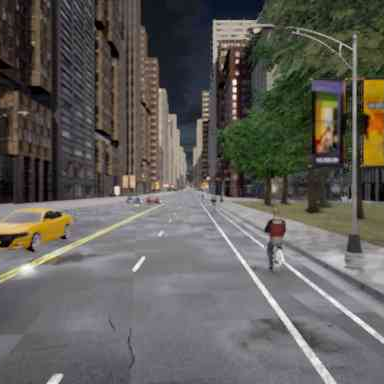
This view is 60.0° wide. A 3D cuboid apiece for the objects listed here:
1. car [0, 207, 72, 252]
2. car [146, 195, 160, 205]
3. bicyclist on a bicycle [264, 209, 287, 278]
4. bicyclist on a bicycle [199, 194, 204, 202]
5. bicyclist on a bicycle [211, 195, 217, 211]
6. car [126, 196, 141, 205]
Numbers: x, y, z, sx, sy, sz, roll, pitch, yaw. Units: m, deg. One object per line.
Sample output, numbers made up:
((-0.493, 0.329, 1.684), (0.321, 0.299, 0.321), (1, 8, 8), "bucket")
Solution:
((-6.603, 1.423, 13.783), (1.882, 1.535, 5.008), (0, 0, 0), "car")
((-6.565, 1.287, 55.884), (1.882, 1.535, 5.008), (0, 0, 1), "car")
((2.248, 1.335, 9.124), (0.659, 1.776, 1.843), (0, 0, 0), "bicyclist on a bicycle")
((2.230, 1.240, 69.938), (0.582, 1.620, 1.656), (0, 0, 0), "bicyclist on a bicycle")
((2.242, 1.236, 34.472), (0.659, 1.776, 1.843), (0, 0, 0), "bicyclist on a bicycle")
((-9.814, 1.335, 55.896), (1.812, 1.442, 4.674), (0, 0, 1), "car")
